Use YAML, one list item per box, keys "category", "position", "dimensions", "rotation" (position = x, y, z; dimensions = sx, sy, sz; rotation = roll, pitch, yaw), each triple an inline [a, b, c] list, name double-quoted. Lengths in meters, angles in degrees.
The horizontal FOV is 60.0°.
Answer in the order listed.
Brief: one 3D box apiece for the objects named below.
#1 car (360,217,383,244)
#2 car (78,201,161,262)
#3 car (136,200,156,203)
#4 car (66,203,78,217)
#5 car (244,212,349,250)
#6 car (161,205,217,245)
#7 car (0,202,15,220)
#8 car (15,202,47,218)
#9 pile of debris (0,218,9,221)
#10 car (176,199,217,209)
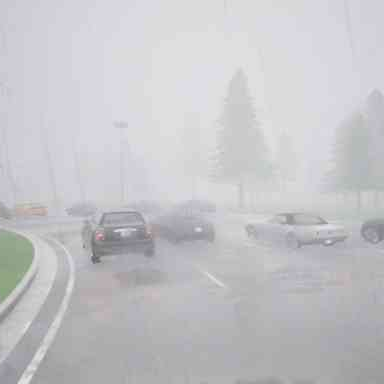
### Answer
- category: "car"
  position: [8.519, 1.339, 12.261]
  dimensions: [2.128, 1.511, 4.902]
  rotation: [-1, 0, -17]
- category: "car"
  position: [-2.956, 1.386, 12.634]
  dimensions: [2.097, 1.767, 4.553]
  rotation: [-1, 0, -23]
- category: "car"
  position: [-4.989, 1.539, 32.264]
  dimensions: [4.902, 1.511, 2.128]
  rotation: [-1, 0, 43]
- category: "car"
  position: [-10.577, 1.703, 32.535]
  dimensions: [4.181, 1.385, 1.994]
  rotation: [-1, 0, 41]
- category: "car"
  position: [4.121, 1.519, 14.120]
  dimensions: [1.895, 1.301, 4.718]
  rotation: [-1, 0, -22]
- category: "car"
  position: [-0.603, 1.558, 15.671]
  dimensions: [1.994, 1.385, 4.181]
  rotation: [-1, 0, -26]
- category: "car"
  position: [-18.224, 1.620, 29.851]
  dimensions: [4.553, 1.767, 2.097]
  rotation: [-1, 0, 40]
- category: "car"
  position: [-16.132, 1.708, 32.670]
  dimensions: [5.008, 1.535, 1.882]
  rotation: [-1, 0, 40]
- category: "pile of debris"
  position: [-17.075, 2.425, 28.854]
  dimensions: [1.860, 0.140, 1.500]
  rotation: [-1, 0, 39]
- category: "car"
  position: [0.175, 1.441, 32.616]
  dimensions: [1.882, 1.535, 5.008]
  rotation: [0, 0, -45]
